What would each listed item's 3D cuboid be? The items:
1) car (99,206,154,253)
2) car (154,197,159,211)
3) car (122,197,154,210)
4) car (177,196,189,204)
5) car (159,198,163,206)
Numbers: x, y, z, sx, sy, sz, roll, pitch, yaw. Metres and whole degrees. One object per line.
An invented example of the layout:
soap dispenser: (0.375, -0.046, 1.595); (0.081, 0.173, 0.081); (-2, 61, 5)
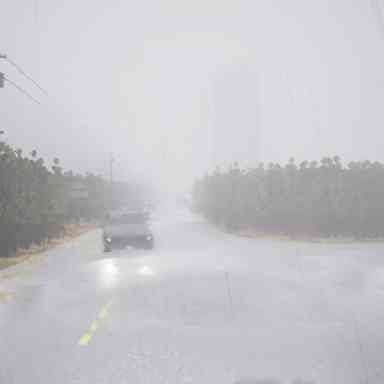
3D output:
car: (-2.909, 1.544, 14.092); (2.033, 1.411, 5.357); (0, 0, -16)
car: (-5.452, 1.553, 40.484); (1.994, 1.385, 4.181); (0, 0, -3)
car: (-4.382, 1.344, 26.496); (2.097, 1.767, 4.553); (0, 0, -5)
car: (-1.790, 1.507, 65.686); (1.812, 1.442, 4.674); (0, 0, 4)
car: (-5.757, 1.548, 52.670); (1.994, 1.385, 4.181); (0, 0, 1)
